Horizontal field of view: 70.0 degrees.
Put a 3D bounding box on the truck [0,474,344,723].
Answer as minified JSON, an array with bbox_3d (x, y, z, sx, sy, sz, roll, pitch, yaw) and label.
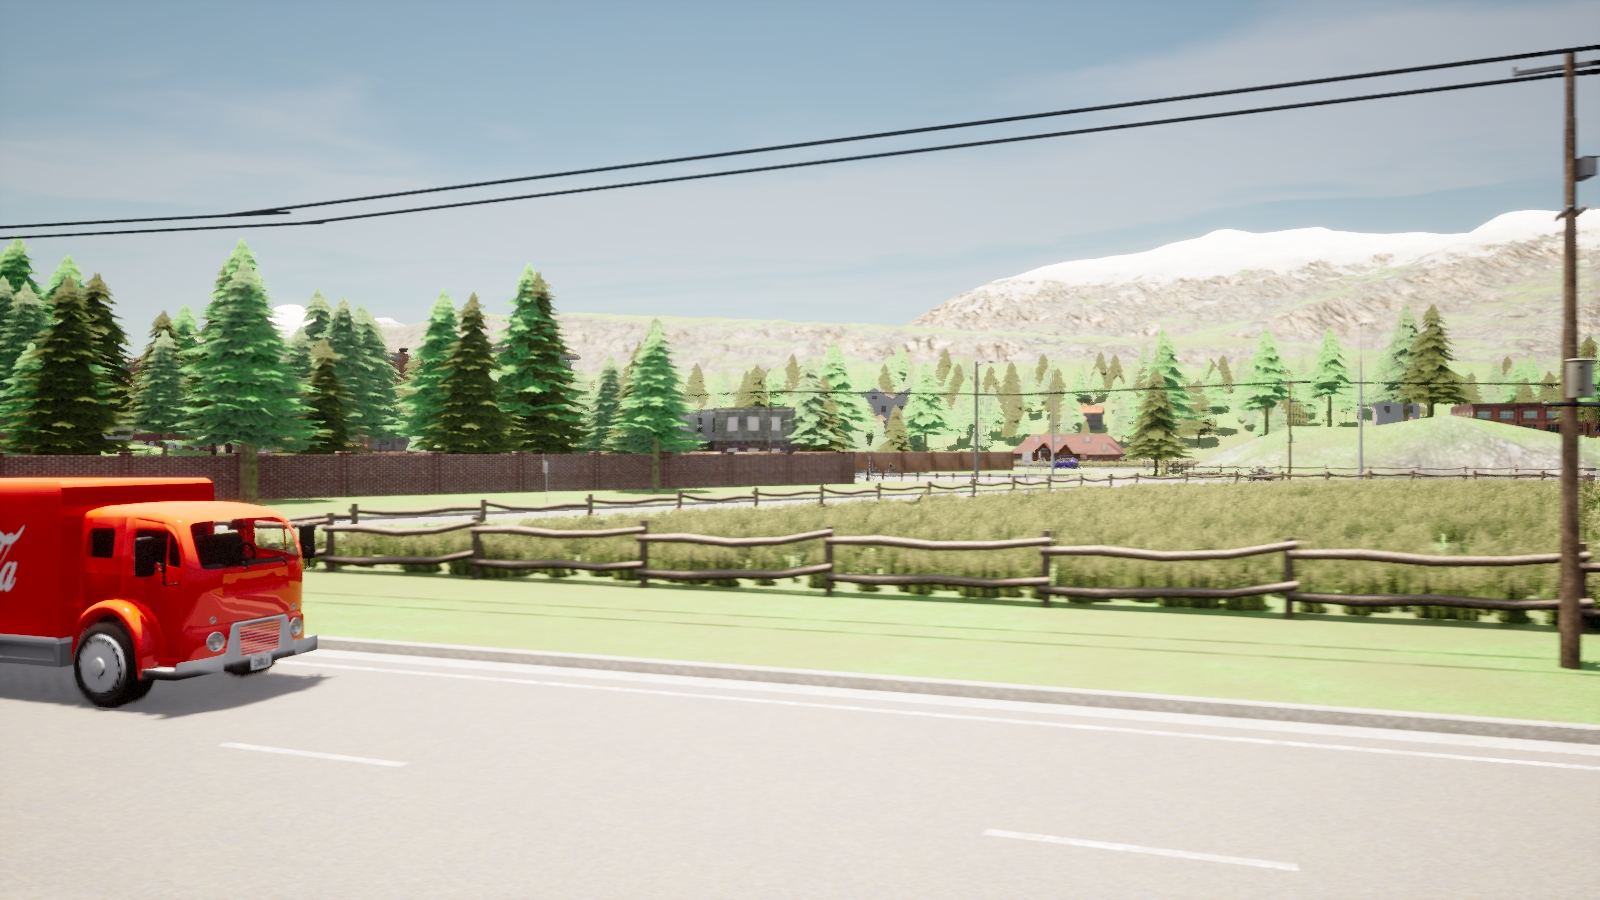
[{"bbox_3d":[-8.563,1.568,13.864,5.204,2.467,2.627,0,0,20],"label":"truck"}]
